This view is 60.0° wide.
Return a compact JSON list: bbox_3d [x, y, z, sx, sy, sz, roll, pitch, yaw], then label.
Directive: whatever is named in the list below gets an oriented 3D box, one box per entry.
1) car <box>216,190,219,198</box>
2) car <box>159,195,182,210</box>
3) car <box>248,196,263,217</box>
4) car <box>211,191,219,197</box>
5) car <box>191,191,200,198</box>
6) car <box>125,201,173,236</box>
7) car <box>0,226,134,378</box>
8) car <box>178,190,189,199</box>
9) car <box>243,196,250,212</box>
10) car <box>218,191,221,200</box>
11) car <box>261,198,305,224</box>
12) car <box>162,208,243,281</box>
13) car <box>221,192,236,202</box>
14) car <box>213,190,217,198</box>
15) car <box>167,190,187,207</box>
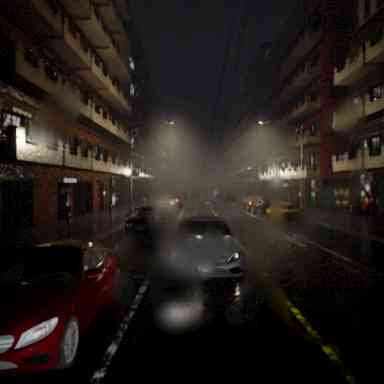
[{"bbox_3d":[6.472,0.819,67.259,1.752,1.417,4.829,-1,1,0],"label":"car"},{"bbox_3d":[-2.164,1.255,27.961,2.008,1.369,4.403,-1,1,0],"label":"car"},{"bbox_3d":[6.216,1.270,27.877,1.947,1.339,4.313,-1,1,0],"label":"car"},{"bbox_3d":[6.653,0.556,95.096,2.008,1.369,4.403,-1,1,0],"label":"car"},{"bbox_3d":[0.858,0.541,77.299,2.097,1.767,4.553,0,1,0],"label":"car"},{"bbox_3d":[-2.237,1.373,16.758,2.008,1.369,4.403,-1,1,0],"label":"car"},{"bbox_3d":[-2.309,1.522,5.554,1.802,1.307,4.206,-1,1,0],"label":"car"},{"bbox_3d":[-1.876,0.551,72.771,2.192,1.841,5.009,-1,1,0],"label":"car"},{"bbox_3d":[6.250,1.086,33.478,1.967,1.590,4.097,-1,1,0],"label":"car"},{"bbox_3d":[6.434,0.904,61.488,2.008,1.369,4.403,-1,1,0],"label":"car"},{"bbox_3d":[6.180,1.287,22.445,1.752,1.417,4.829,-1,1,0],"label":"car"},{"bbox_3d":[0.318,1.422,9.647,1.812,1.442,4.674,0,1,0],"label":"car"},{"bbox_3d":[6.398,0.978,55.885,1.947,1.339,4.313,-1,1,0],"label":"car"},{"bbox_3d":[6.542,0.619,78.291,1.967,1.590,4.097,-1,1,0],"label":"car"},{"bbox_3d":[-2.094,0.902,39.161,2.192,1.841,5.009,-1,1,0],"label":"car"}]
